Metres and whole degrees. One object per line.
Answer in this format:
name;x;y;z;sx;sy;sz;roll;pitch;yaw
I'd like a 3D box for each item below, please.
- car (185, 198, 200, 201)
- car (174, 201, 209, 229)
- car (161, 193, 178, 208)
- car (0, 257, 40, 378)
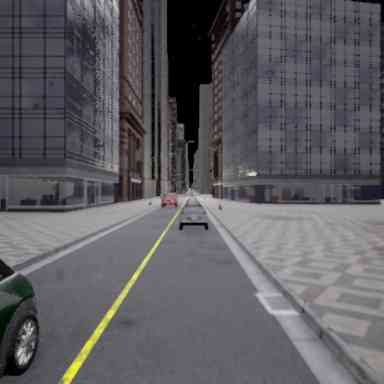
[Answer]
car;0.095;1.482;42.661;1.994;1.385;4.181;0;0;0
car;0.101;1.520;21.295;2.033;1.411;5.357;0;0;0
car;-3.068;1.130;46.315;2.150;2.045;5.566;0;0;0
car;-3.090;1.350;2.537;2.097;1.767;4.553;0;0;0
